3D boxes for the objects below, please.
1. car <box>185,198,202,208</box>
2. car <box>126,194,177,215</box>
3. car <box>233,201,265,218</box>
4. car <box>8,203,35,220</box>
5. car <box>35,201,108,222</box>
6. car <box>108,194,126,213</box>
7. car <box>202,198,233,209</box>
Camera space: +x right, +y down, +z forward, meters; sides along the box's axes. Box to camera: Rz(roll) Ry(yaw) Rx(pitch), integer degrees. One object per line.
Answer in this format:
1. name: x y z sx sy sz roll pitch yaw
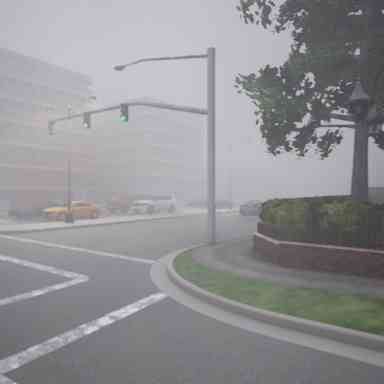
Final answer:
1. car: 1.260 1.565 48.309 2.033 1.411 5.357 0 0 36
2. car: -3.898 1.237 35.255 2.150 2.045 5.566 0 0 36
3. car: 5.936 1.500 29.060 2.128 1.511 4.902 0 0 36
4. car: -12.869 1.566 28.855 2.033 1.411 5.357 0 0 36
5. car: -9.720 1.494 27.237 1.882 1.535 5.008 0 0 36
6. car: -6.886 1.240 37.104 2.150 2.045 5.566 0 0 36
7. car: 3.828 1.616 45.888 1.895 1.301 4.718 0 0 36
